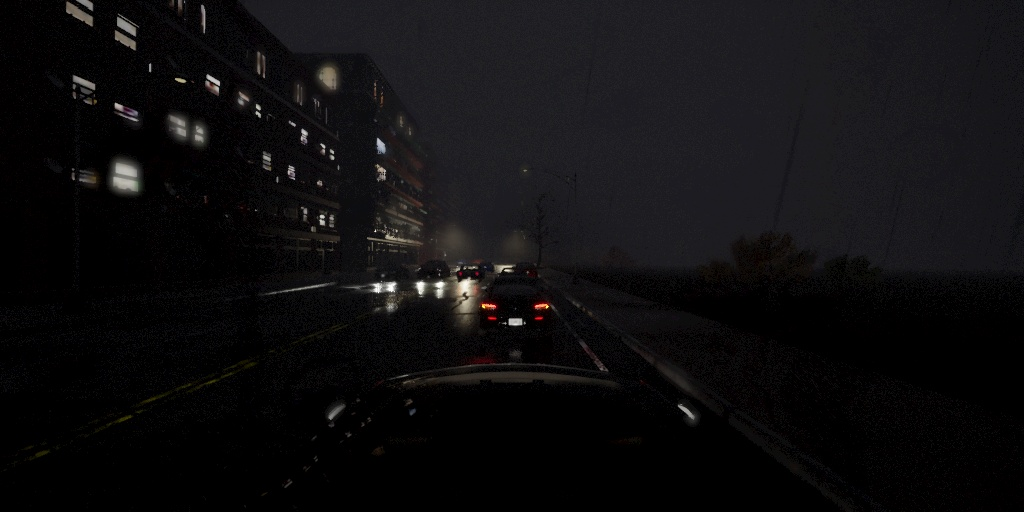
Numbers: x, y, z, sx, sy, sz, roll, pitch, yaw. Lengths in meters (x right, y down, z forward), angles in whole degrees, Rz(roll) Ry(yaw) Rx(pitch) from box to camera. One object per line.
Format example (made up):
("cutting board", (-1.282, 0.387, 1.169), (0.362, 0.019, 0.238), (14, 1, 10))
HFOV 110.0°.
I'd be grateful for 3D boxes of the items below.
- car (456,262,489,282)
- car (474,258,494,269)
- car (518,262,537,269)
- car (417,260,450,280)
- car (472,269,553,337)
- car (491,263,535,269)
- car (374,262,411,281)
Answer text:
("car", (-3.207, 1.354, 28.878), (1.895, 1.301, 4.718), (0, 0, 0))
("car", (-3.235, 1.317, 44.329), (1.994, 1.385, 4.181), (0, 0, 0))
("car", (1.077, 1.232, 29.850), (1.882, 1.535, 5.008), (0, 0, 0))
("car", (-6.663, 1.106, 30.807), (2.097, 1.767, 4.553), (0, 0, 0))
("car", (0.074, 1.277, 10.155), (1.812, 1.442, 4.674), (0, 0, 0))
("car", (0.061, 1.317, 20.322), (1.994, 1.385, 4.181), (0, 0, 0))
("car", (-9.912, 1.245, 29.990), (2.128, 1.511, 4.902), (0, 0, 0))
